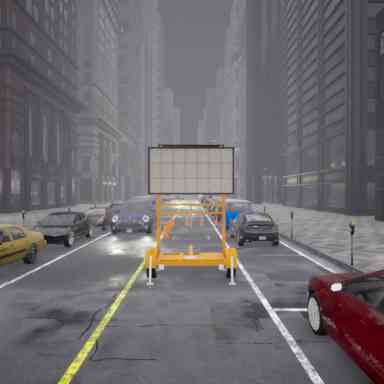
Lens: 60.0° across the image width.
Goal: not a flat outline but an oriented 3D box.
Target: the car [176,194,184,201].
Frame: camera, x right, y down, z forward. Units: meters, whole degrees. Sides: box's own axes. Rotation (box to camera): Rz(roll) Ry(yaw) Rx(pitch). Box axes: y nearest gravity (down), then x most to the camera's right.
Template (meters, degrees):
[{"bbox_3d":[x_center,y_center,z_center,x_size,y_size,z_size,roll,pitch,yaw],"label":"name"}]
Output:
[{"bbox_3d":[-3.214,1.578,92.805,1.882,1.535,5.008,0,0,0],"label":"car"}]

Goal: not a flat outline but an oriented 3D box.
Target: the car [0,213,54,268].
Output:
[{"bbox_3d":[-5.785,1.526,9.233,1.752,1.417,4.829,0,0,0],"label":"car"}]

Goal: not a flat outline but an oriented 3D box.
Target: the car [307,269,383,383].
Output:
[{"bbox_3d":[2.753,1.545,3.804,1.887,1.381,4.507,0,0,0],"label":"car"}]

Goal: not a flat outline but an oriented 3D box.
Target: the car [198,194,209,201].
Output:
[{"bbox_3d":[2.621,1.360,60.167,2.192,1.841,5.009,0,0,0],"label":"car"}]

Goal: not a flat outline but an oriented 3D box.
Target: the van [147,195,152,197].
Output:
[{"bbox_3d":[-5.851,1.360,37.587,1.690,1.788,3.998,0,0,0],"label":"van"}]

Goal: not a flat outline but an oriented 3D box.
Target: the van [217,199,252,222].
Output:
[{"bbox_3d":[2.713,1.347,20.713,1.690,1.788,3.998,0,0,0],"label":"van"}]

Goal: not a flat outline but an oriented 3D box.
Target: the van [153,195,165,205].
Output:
[{"bbox_3d":[-5.904,1.386,60.132,1.690,1.788,3.998,0,0,0],"label":"van"}]

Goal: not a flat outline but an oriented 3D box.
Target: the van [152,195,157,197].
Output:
[{"bbox_3d":[-5.865,1.366,43.223,1.690,1.788,3.998,0,0,0],"label":"van"}]

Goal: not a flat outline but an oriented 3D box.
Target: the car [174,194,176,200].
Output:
[{"bbox_3d":[-5.969,1.658,88.315,1.947,1.339,4.313,0,0,0],"label":"car"}]

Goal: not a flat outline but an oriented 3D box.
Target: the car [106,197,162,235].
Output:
[{"bbox_3d":[-3.143,1.357,18.899,2.097,1.767,4.553,0,0,0],"label":"car"}]

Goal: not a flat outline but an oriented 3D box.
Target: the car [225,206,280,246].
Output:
[{"bbox_3d":[2.727,1.554,15.077,2.008,1.369,4.403,0,0,0],"label":"car"}]

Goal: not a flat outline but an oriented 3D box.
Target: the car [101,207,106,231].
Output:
[{"bbox_3d":[-5.811,1.588,20.677,1.802,1.307,4.206,0,0,0],"label":"car"}]

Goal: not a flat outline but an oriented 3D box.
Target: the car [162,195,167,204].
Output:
[{"bbox_3d":[-5.891,1.352,54.496,2.192,1.841,5.009,0,0,0],"label":"car"}]

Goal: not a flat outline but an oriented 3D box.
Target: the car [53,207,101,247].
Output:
[{"bbox_3d":[-5.798,1.569,15.040,1.947,1.339,4.313,0,0,0],"label":"car"}]

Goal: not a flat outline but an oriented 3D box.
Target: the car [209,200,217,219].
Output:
[{"bbox_3d":[2.700,1.560,26.349,2.008,1.369,4.403,0,0,0],"label":"car"}]

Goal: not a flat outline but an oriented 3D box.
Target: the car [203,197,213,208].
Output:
[{"bbox_3d":[2.674,1.570,37.622,2.008,1.369,4.403,0,0,0],"label":"car"}]

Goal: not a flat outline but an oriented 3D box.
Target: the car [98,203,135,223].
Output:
[{"bbox_3d":[-5.825,1.575,26.313,1.947,1.339,4.313,0,0,0],"label":"car"}]

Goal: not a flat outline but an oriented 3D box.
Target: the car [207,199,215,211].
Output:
[{"bbox_3d":[2.687,1.596,31.986,1.802,1.307,4.206,0,0,0],"label":"car"}]

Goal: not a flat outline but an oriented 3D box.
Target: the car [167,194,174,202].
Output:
[{"bbox_3d":[-5.943,1.616,77.042,1.887,1.381,4.507,0,0,0],"label":"car"}]

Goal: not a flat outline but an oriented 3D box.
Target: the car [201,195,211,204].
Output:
[{"bbox_3d":[2.648,1.575,48.894,1.887,1.381,4.507,0,0,0],"label":"car"}]

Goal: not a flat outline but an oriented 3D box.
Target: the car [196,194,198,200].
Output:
[{"bbox_3d":[2.568,1.607,82.882,1.752,1.417,4.829,0,0,0],"label":"car"}]

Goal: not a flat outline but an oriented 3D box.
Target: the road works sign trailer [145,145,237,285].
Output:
[{"bbox_3d":[-0.021,0.465,9.456,2.380,3.560,2.880,0,0,0],"label":"road works sign trailer"}]
